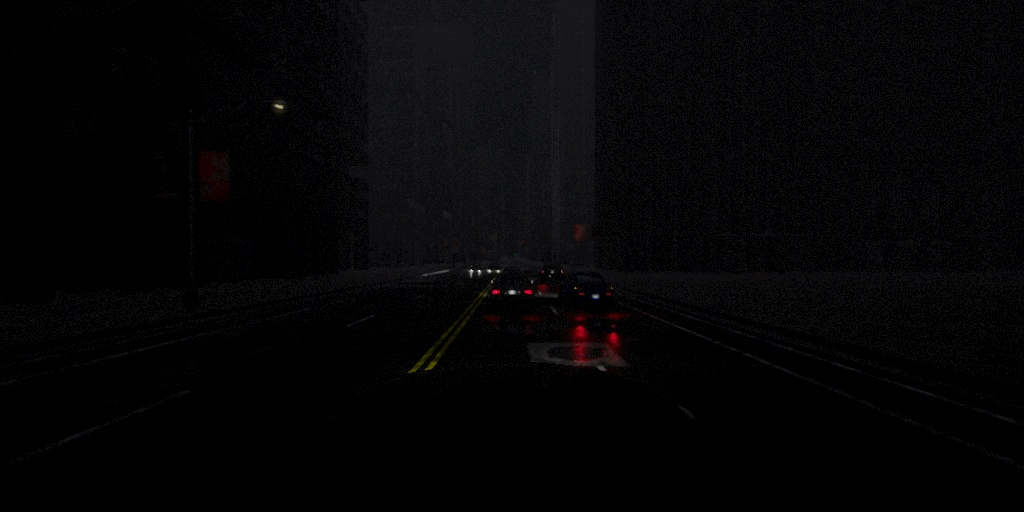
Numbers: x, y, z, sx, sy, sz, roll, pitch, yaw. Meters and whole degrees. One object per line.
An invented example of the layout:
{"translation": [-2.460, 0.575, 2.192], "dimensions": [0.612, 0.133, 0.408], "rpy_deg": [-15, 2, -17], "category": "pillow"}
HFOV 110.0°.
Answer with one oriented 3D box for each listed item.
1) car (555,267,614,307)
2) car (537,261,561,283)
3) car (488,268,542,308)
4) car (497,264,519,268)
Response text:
{"translation": [3.258, 1.404, 16.232], "dimensions": [1.812, 1.442, 4.674], "rpy_deg": [0, 0, 0], "category": "car"}
{"translation": [3.257, 1.349, 30.915], "dimensions": [2.097, 1.767, 4.553], "rpy_deg": [0, -1, 0], "category": "car"}
{"translation": [0.004, 1.422, 15.827], "dimensions": [2.033, 1.411, 5.357], "rpy_deg": [0, 0, 0], "category": "car"}
{"translation": [0.011, 1.565, 31.122], "dimensions": [1.994, 1.385, 4.181], "rpy_deg": [0, 0, 0], "category": "car"}
